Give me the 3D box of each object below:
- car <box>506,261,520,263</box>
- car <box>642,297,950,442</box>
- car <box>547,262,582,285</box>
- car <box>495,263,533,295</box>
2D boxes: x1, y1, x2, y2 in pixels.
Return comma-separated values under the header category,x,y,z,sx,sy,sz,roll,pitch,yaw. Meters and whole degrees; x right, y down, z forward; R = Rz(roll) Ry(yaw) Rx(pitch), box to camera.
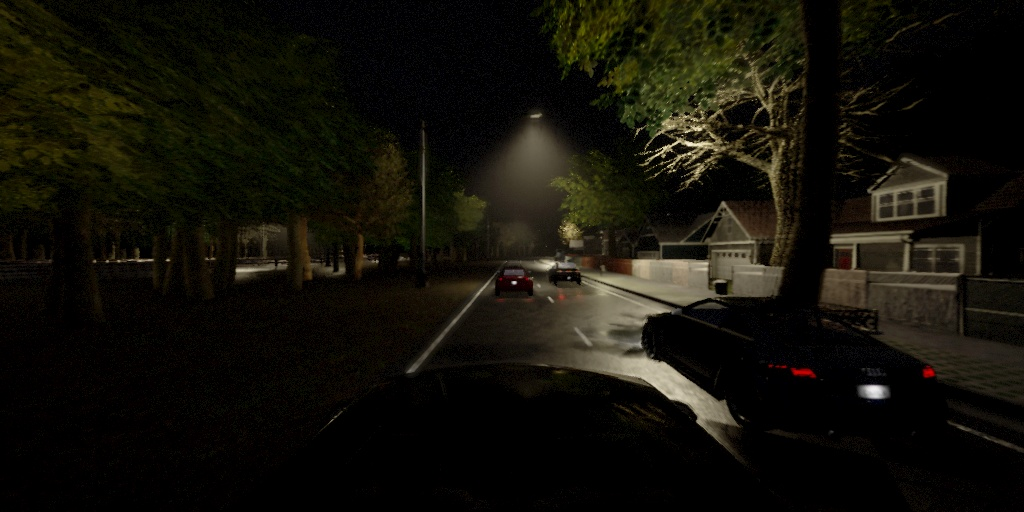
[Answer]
category,x,y,z,sx,sy,sz,roll,pitch,yaw
car,0.131,1.191,38.889,1.895,1.301,4.718,0,0,0
car,3.601,1.316,5.573,1.994,1.385,4.181,0,0,0
car,3.619,1.180,25.106,2.128,1.511,4.902,0,0,0
car,0.112,1.277,19.655,1.994,1.385,4.181,0,0,0
